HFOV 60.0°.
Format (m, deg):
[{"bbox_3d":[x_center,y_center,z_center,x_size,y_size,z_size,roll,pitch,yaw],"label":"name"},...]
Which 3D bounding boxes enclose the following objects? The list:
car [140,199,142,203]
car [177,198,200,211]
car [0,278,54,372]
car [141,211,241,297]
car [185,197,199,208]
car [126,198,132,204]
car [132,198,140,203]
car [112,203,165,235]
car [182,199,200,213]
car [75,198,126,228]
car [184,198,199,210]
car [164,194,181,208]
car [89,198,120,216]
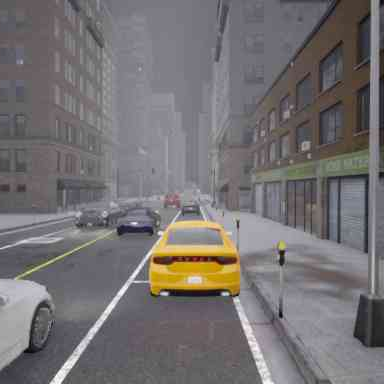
[{"bbox_3d":[-8.519,1.549,49.651,1.887,1.381,4.507,-1,0,0],"label":"car"},{"bbox_3d":[-0.123,1.566,33.069,1.947,1.339,4.313,-1,0,0],"label":"car"},{"bbox_3d":[-3.018,1.524,3.153,1.812,1.442,4.674,0,0,0],"label":"car"},{"bbox_3d":[0.074,1.476,8.634,1.882,1.535,5.008,0,0,0],"label":"car"},{"bbox_3d":[0.006,1.550,49.584,1.887,1.381,4.507,-1,0,0],"label":"car"},{"bbox_3d":[-8.605,1.567,38.641,1.947,1.339,4.313,-1,0,0],"label":"car"},{"bbox_3d":[-8.562,1.554,44.145,2.008,1.369,4.403,-1,0,0],"label":"car"},{"bbox_3d":[-2.886,1.562,18.731,1.994,1.385,4.181,0,0,0],"label":"car"},{"bbox_3d":[-0.080,1.546,38.573,1.887,1.381,4.507,-1,0,0],"label":"car"},{"bbox_3d":[-6.060,1.349,22.037,2.097,1.767,4.553,0,0,0],"label":"car"},{"bbox_3d":[-0.037,1.548,44.079,1.887,1.381,4.507,-1,0,0],"label":"car"},{"bbox_3d":[-2.764,1.226,47.208,2.150,2.045,5.566,0,0,0],"label":"car"},{"bbox_3d":[-8.649,1.439,33.135,1.967,1.590,4.097,-1,0,0],"label":"car"}]
